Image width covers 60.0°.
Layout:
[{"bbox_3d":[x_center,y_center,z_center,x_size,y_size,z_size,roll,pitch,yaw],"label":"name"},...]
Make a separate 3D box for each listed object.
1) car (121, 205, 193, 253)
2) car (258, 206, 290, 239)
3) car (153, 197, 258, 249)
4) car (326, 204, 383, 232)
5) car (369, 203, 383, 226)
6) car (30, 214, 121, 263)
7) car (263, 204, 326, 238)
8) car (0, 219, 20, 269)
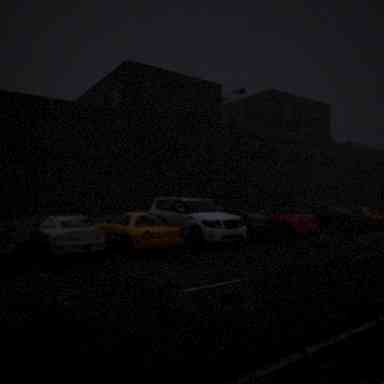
[{"bbox_3d":[-2.382,1.482,13.791,1.946,1.575,5.366,0,0,-35],"label":"car"},{"bbox_3d":[2.271,1.570,16.827,2.002,1.452,4.674,1,0,-35],"label":"car"},{"bbox_3d":[0.017,1.252,15.213,2.435,2.045,5.566,0,0,-35],"label":"car"},{"bbox_3d":[9.190,1.643,21.691,2.231,1.521,4.892,1,-1,-35],"label":"car"},{"bbox_3d":[11.362,1.680,23.434,1.946,1.575,5.366,1,-1,-35],"label":"car"},{"bbox_3d":[-4.545,1.513,12.044,2.002,1.452,4.674,0,0,-35],"label":"car"},{"bbox_3d":[4.563,1.437,18.399,2.185,1.767,4.553,1,0,-35],"label":"car"},{"bbox_3d":[-6.723,1.508,10.522,2.002,1.452,4.674,0,0,-35],"label":"car"}]
